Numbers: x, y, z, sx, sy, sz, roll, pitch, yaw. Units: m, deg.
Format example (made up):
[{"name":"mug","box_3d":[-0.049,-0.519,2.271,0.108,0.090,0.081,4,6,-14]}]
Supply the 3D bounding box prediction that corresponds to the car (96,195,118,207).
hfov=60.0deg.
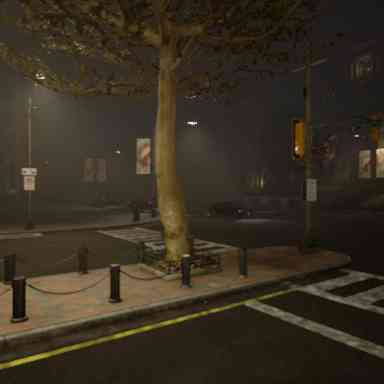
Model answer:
[{"name":"car","box_3d":[-13.254,1.575,52.519,1.994,1.385,4.181,0,0,-38]}]

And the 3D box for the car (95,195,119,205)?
[{"name":"car","box_3d":[-15.471,1.364,60.297,4.553,1.767,2.097,0,0,43]}]

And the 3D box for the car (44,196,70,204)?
[{"name":"car","box_3d":[-26.016,1.556,63.953,5.357,1.411,2.033,0,0,27]}]

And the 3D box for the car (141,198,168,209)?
[{"name":"car","box_3d":[-5.385,1.577,47.497,1.994,1.385,4.181,0,0,-36]}]

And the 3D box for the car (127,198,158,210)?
[{"name":"car","box_3d":[-6.729,1.559,43.380,2.033,1.411,5.357,0,0,-35]}]

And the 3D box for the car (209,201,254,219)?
[{"name":"car","box_3d":[3.333,1.537,29.221,1.812,1.442,4.674,0,0,-35]}]
